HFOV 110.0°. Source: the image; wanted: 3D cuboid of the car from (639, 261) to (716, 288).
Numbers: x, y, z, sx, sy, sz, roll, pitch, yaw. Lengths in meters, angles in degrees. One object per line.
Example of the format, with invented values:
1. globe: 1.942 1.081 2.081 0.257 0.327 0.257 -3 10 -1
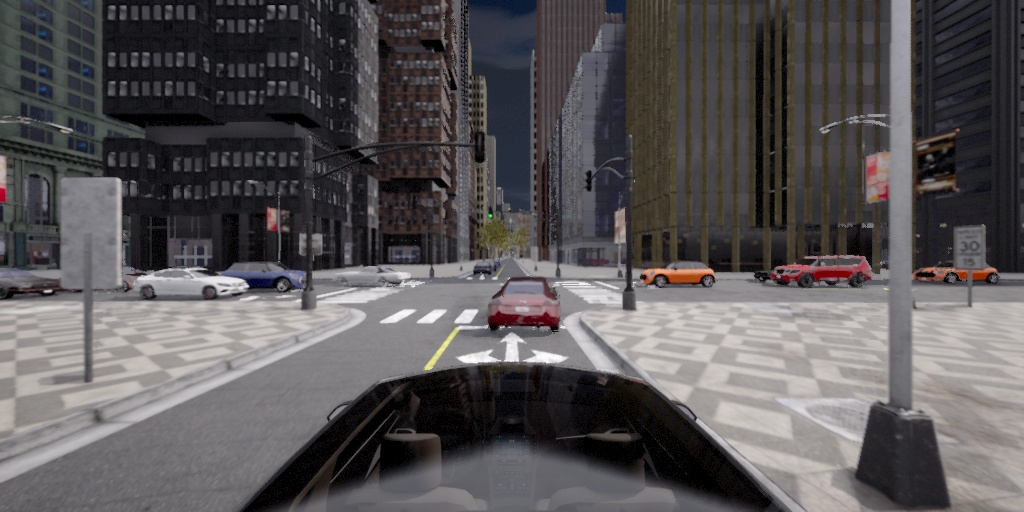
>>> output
1. car: 10.859 1.120 23.780 4.553 1.767 2.097 0 0 0

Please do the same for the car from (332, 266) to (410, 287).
1. car: -9.399 1.348 23.943 4.718 1.301 1.895 0 0 7

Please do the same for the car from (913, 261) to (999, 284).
1. car: 33.223 1.146 26.951 4.553 1.767 2.097 0 0 0

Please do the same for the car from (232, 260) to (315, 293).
1. car: -13.811 1.101 20.406 4.553 1.767 2.097 0 0 0

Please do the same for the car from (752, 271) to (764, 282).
1. car: 20.969 1.377 27.001 4.718 1.301 1.895 0 0 0

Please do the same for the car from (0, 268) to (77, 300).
1. car: -24.883 1.295 17.191 5.357 1.411 2.033 0 0 0

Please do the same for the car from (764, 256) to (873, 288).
1. car: 20.427 1.001 23.752 5.566 2.045 2.150 0 0 0

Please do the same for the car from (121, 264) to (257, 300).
1. car: -15.288 1.278 17.161 4.674 1.442 1.812 0 0 0

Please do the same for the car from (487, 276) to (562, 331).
1. car: 0.519 1.318 11.082 1.994 1.385 4.181 0 0 7

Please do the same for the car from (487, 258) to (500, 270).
1. car: -3.119 1.121 48.286 2.097 1.767 4.553 0 0 0

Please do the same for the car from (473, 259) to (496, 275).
1. car: -3.125 1.313 38.889 2.033 1.411 5.357 0 0 0

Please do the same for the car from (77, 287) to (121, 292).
1. car: -22.446 1.308 20.429 4.181 1.385 1.994 0 0 -1
